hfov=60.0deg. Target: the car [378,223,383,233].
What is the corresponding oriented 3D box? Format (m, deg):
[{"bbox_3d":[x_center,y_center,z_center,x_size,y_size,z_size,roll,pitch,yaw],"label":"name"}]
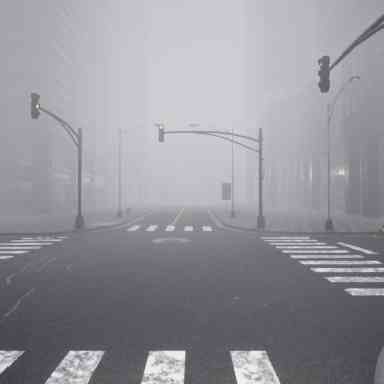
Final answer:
[{"bbox_3d":[11.754,1.564,16.232,4.829,1.417,1.752,0,-1,0],"label":"car"}]
